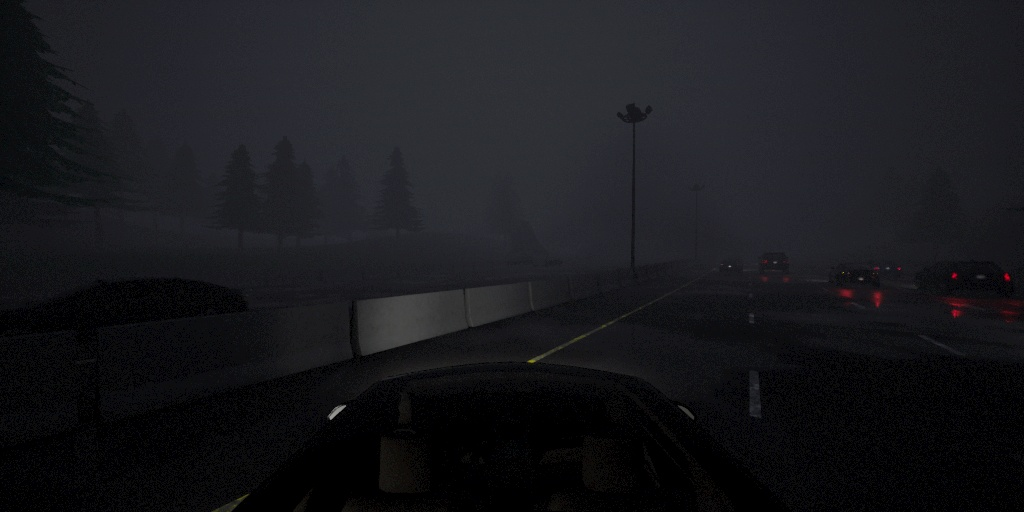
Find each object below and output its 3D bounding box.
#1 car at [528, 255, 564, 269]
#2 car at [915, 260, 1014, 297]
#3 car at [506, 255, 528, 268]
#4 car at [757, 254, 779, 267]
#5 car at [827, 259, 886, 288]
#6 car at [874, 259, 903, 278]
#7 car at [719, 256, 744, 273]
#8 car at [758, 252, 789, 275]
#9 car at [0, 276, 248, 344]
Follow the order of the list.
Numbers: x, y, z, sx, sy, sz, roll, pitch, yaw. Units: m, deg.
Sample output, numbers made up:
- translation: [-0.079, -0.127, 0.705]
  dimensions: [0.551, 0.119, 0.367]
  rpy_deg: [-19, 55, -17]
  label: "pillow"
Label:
- translation: [4.137, 0.702, 41.004]
  dimensions: [1.895, 1.301, 4.718]
  rpy_deg: [0, 1, 34]
  label: "car"
- translation: [22.815, 0.972, 18.317]
  dimensions: [2.097, 1.767, 4.553]
  rpy_deg: [0, 1, 34]
  label: "car"
- translation: [1.234, 0.582, 42.960]
  dimensions: [1.882, 1.535, 5.008]
  rpy_deg: [0, 1, 34]
  label: "car"
- translation: [33.243, 0.584, 46.735]
  dimensions: [2.128, 1.511, 4.902]
  rpy_deg: [0, 1, 33]
  label: "car"
- translation: [21.390, 1.114, 22.491]
  dimensions: [1.812, 1.442, 4.674]
  rpy_deg: [0, 0, 35]
  label: "car"
- translation: [30.387, 0.974, 29.752]
  dimensions: [2.033, 1.411, 5.357]
  rpy_deg: [0, 1, 34]
  label: "car"
- translation: [22.464, 0.956, 36.808]
  dimensions: [1.994, 1.385, 4.181]
  rpy_deg: [0, 1, 34]
  label: "car"
- translation: [24.994, 0.629, 34.286]
  dimensions: [2.150, 2.045, 5.566]
  rpy_deg: [0, 1, 33]
  label: "car"
- translation: [-9.177, 1.248, 8.392]
  dimensions: [1.837, 1.490, 4.892]
  rpy_deg: [0, 0, 34]
  label: "car"
